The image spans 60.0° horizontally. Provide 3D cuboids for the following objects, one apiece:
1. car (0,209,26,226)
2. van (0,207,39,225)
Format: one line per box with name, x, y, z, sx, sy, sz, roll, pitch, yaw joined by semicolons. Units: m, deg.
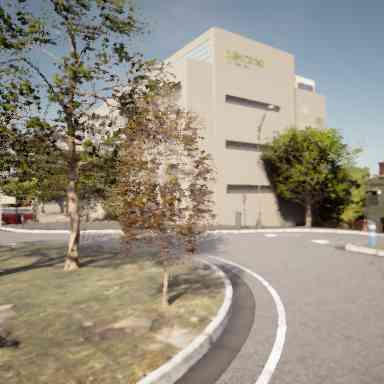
car;-24.782;3.339;42.799;5.566;2.045;2.435;0;-5;-40
van;-19.278;2.691;36.543;4.442;1.987;1.878;0;-4;-40
